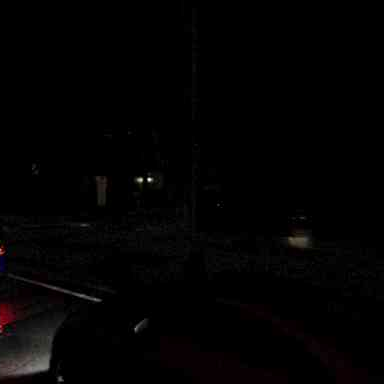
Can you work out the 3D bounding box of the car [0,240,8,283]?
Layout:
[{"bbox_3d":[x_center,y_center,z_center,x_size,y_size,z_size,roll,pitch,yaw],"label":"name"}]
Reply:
[{"bbox_3d":[-6.696,1.391,8.462,4.553,1.767,2.097,0,0,36],"label":"car"}]

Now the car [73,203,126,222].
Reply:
[{"bbox_3d":[-8.234,1.771,29.931,1.882,1.535,5.008,-1,-1,36],"label":"car"}]

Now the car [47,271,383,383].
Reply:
[{"bbox_3d":[0.366,1.570,3.411,4.181,1.385,1.994,0,0,37],"label":"car"}]
